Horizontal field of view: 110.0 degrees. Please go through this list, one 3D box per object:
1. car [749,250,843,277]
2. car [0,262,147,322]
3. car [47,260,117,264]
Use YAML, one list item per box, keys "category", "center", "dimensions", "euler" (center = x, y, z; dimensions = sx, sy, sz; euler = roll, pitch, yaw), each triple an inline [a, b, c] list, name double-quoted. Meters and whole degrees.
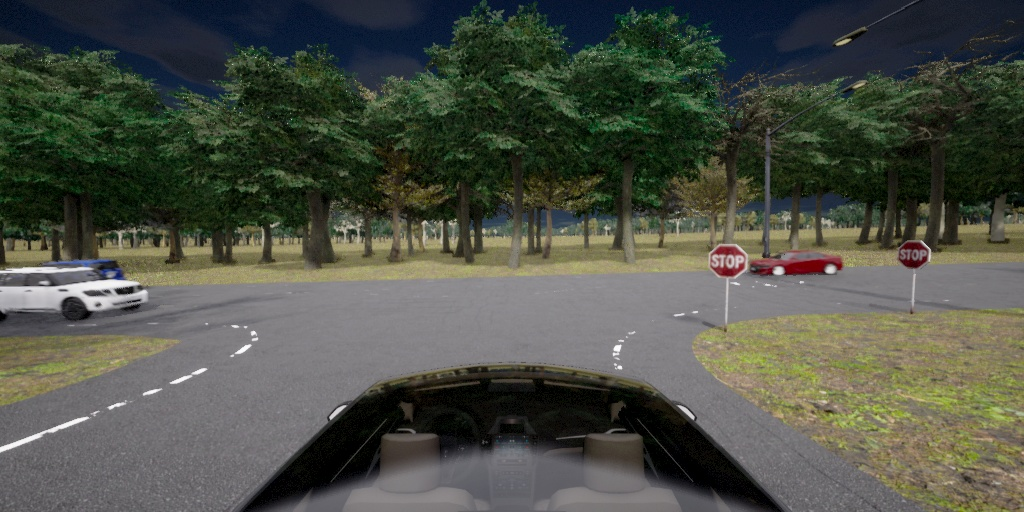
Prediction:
- category: "car"
  center: [17.300, 0.415, 21.999]
  dimensions: [5.008, 1.535, 1.882]
  euler: [-3, 3, 0]
- category: "car"
  center: [-18.614, 1.487, 14.791]
  dimensions: [5.566, 2.045, 2.150]
  euler: [-1, 3, 0]
- category: "car"
  center: [-26.906, 1.327, 21.730]
  dimensions: [5.566, 2.045, 2.150]
  euler: [-1, 3, 0]
